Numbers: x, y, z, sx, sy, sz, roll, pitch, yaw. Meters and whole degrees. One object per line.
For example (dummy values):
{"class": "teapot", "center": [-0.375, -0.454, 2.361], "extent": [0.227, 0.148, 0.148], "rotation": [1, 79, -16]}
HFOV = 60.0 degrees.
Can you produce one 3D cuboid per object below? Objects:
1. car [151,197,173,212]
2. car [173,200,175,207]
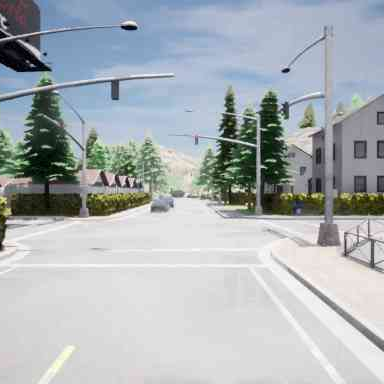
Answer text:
{"class": "car", "center": [-3.621, 1.547, 38.478], "extent": [2.033, 1.411, 5.357], "rotation": [0, 0, 0]}
{"class": "car", "center": [-3.609, 1.477, 48.761], "extent": [1.882, 1.535, 5.008], "rotation": [0, 0, 0]}
